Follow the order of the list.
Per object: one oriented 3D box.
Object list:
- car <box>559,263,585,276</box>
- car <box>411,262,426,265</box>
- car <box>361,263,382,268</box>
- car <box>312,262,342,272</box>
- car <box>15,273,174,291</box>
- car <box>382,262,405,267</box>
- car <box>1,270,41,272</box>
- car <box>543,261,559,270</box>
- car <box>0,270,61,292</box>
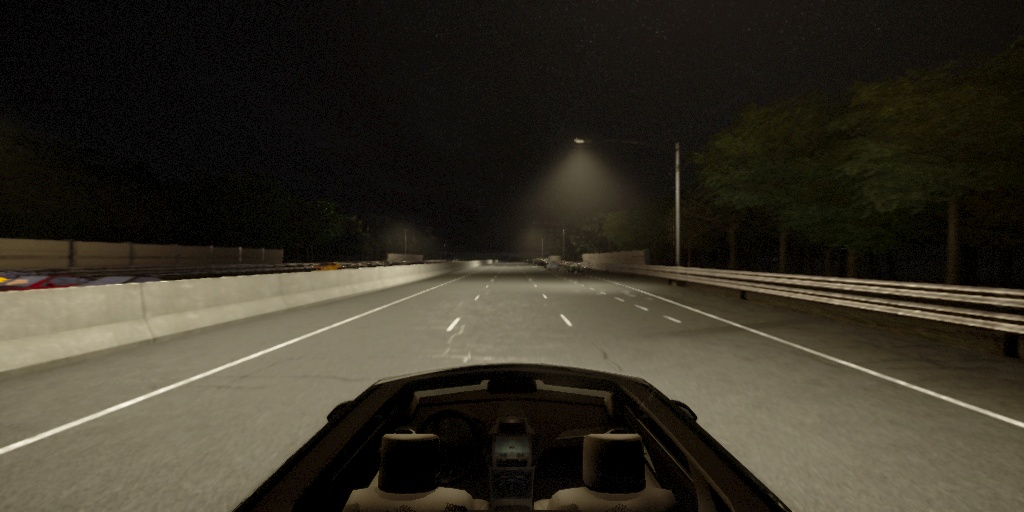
[{"bbox_3d":[6.963,1.480,41.234,1.895,1.301,4.718,0,0,0],"label":"car"},{"bbox_3d":[-14.084,1.613,54.532,1.882,1.535,5.008,0,0,0],"label":"car"},{"bbox_3d":[-21.071,1.735,54.397,1.895,1.301,4.718,0,0,0],"label":"car"},{"bbox_3d":[-24.593,1.560,47.739,1.882,1.535,5.008,0,0,0],"label":"car"},{"bbox_3d":[-14.107,1.388,13.036,1.994,1.385,4.181,0,0,0],"label":"car"},{"bbox_3d":[-17.579,1.660,54.501,1.812,1.442,4.674,0,0,0],"label":"car"},{"bbox_3d":[-21.106,1.299,12.829,1.882,1.535,5.008,0,0,0],"label":"car"},{"bbox_3d":[6.944,1.706,61.432,1.812,1.442,4.674,0,0,0],"label":"car"},{"bbox_3d":[-17.606,1.390,13.422,1.994,1.385,4.181,0,0,0],"label":"car"}]
